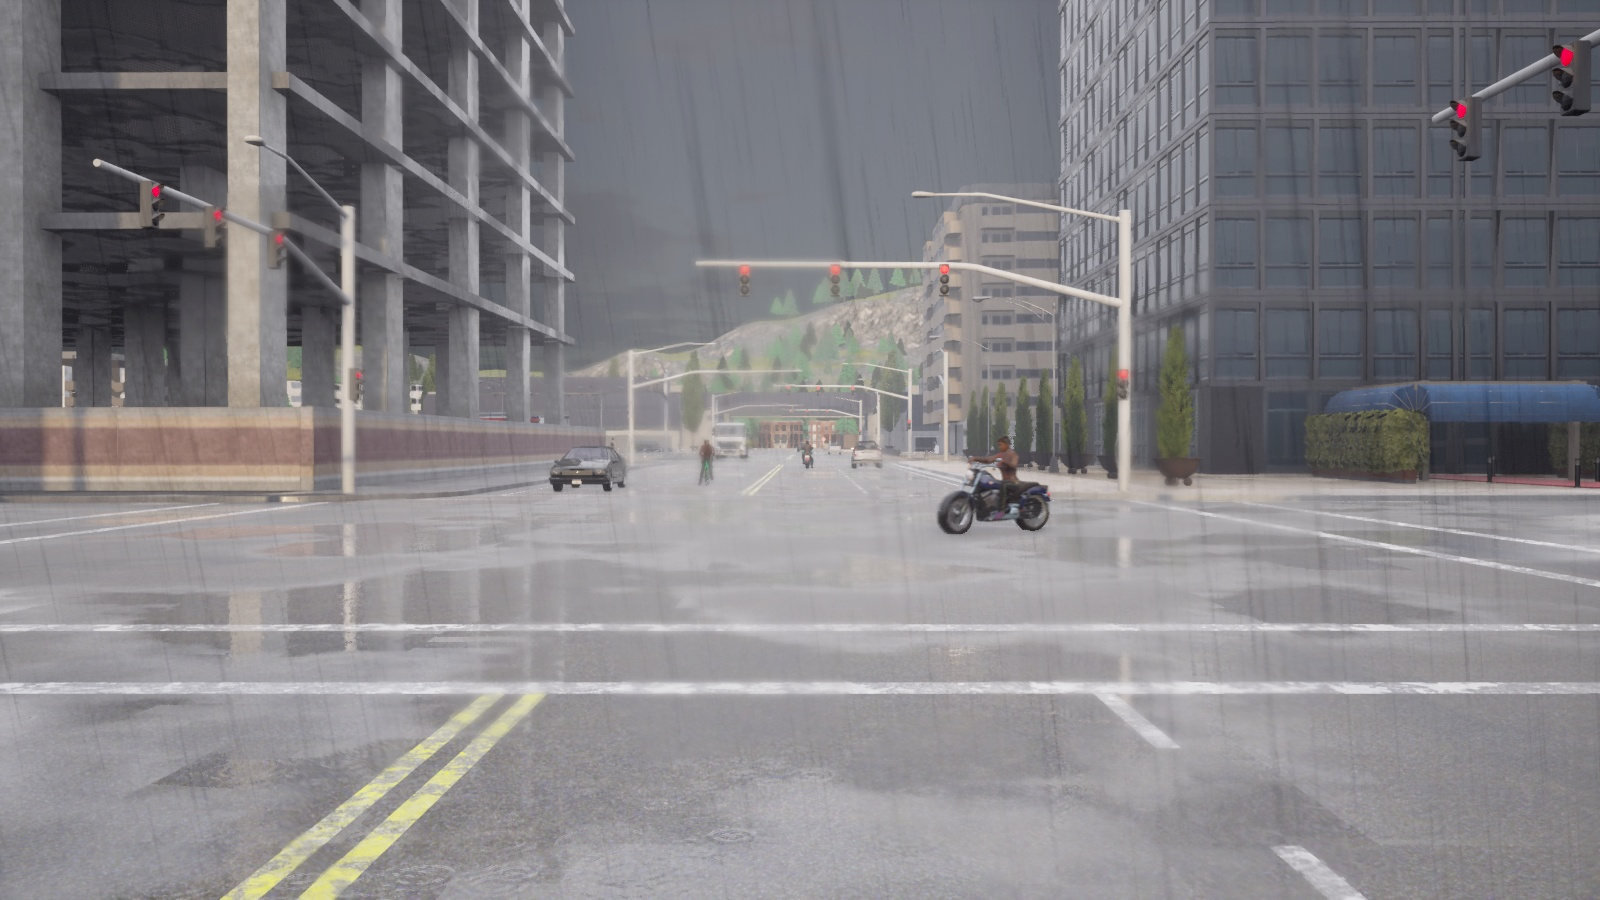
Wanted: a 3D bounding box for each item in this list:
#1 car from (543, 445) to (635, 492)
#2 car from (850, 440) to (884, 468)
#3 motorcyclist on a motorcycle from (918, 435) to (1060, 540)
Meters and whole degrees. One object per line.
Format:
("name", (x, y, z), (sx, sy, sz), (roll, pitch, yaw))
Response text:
("car", (-6.757, 0.558, 40.770), (2.033, 1.411, 5.357), (0, 0, 0))
("car", (3.927, 0.229, 74.133), (1.851, 1.617, 3.988), (0, 0, 1))
("motorcyclist on a motorcycle", (3.128, 0.583, 20.698), (2.350, 1.649, 0.766), (0, 1, -32))
